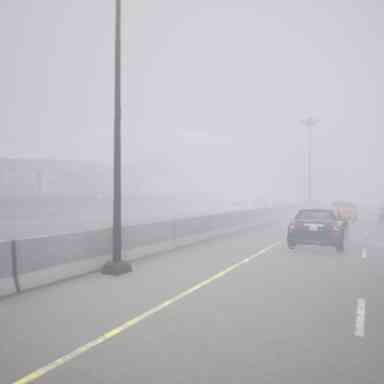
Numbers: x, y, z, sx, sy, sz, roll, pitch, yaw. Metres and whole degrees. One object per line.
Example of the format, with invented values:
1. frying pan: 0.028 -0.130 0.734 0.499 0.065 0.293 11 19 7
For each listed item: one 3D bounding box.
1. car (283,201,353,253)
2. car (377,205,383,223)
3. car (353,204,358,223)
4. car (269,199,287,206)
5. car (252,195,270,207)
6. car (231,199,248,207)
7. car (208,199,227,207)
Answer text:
1. car: 5.659 1.430 14.571 2.097 1.767 4.553 0 0 28
2. car: 16.130 1.692 26.831 1.812 1.442 4.674 0 0 28
3. car: 12.688 1.509 27.823 2.097 1.767 4.553 0 0 28
4. car: 14.529 1.871 54.708 1.895 1.301 4.718 0 0 25
5. car: 12.055 1.494 57.746 2.150 2.045 5.566 0 0 24
6. car: 8.282 1.860 57.861 1.895 1.301 4.718 0 0 24
7. car: 4.487 1.845 57.977 1.895 1.301 4.718 0 0 25
